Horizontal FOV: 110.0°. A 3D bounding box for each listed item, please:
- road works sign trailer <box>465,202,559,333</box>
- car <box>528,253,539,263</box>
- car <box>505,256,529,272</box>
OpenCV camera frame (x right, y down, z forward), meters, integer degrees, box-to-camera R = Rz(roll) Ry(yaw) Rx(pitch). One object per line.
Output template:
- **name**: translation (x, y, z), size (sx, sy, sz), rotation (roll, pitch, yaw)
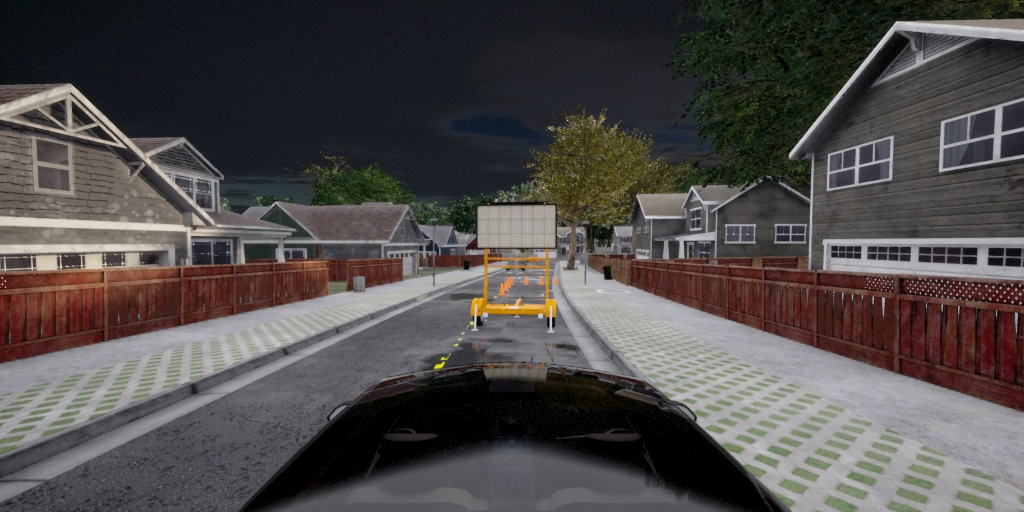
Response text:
- **road works sign trailer**: translation (0.144, 0.191, 10.788), size (2.380, 3.560, 2.880), rotation (0, 0, 5)
- **car**: translation (3.725, 0.334, 64.400), size (2.097, 1.767, 4.553), rotation (0, 1, 7)
- **car**: translation (0.479, 0.995, 40.002), size (1.994, 1.385, 4.181), rotation (0, 1, 7)
